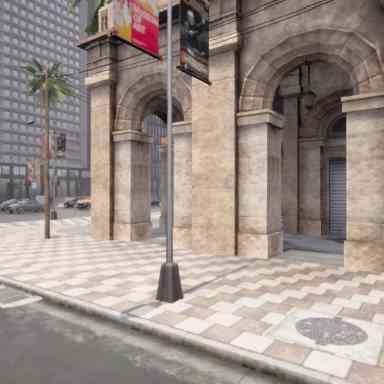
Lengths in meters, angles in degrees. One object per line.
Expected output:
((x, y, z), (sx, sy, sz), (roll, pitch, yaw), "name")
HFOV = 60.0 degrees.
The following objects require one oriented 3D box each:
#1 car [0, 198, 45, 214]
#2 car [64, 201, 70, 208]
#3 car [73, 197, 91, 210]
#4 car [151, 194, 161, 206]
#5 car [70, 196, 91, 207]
((-17.474, 1.564, 35.411), (1.994, 1.385, 4.181), (0, 0, 36), "car")
((-16.256, 1.513, 48.449), (2.161, 1.482, 4.786), (0, 0, 35), "car")
((-12.345, 1.601, 42.589), (1.895, 1.301, 4.718), (0, 0, 35), "car")
((-6.436, 1.505, 50.836), (1.837, 1.490, 4.892), (0, 0, 36), "car")
((-13.977, 1.352, 46.317), (2.097, 1.767, 4.553), (0, 0, 35), "car")
